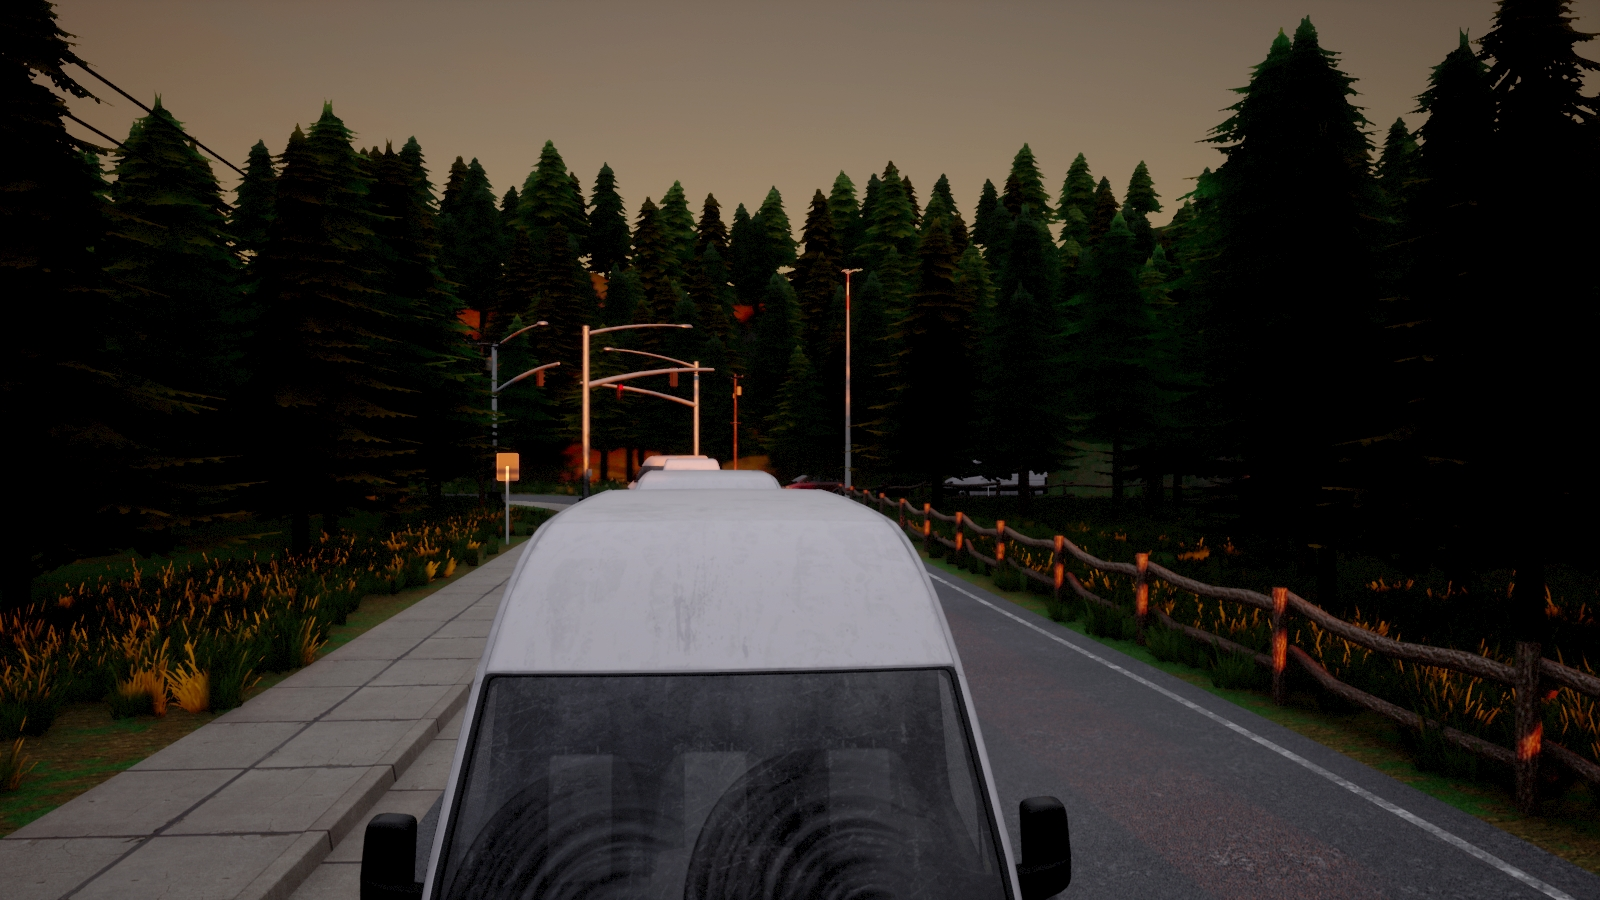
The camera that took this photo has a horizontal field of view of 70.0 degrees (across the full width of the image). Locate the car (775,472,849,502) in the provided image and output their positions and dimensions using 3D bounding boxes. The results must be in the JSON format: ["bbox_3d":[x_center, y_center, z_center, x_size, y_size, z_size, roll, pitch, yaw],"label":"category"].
[{"bbox_3d":[0.658,2.026,63.067,3.705,1.549,1.789,0,0,-20],"label":"car"}]

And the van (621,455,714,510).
[{"bbox_3d":[-6.400,1.515,56.036,1.988,2.561,5.915,0,0,22],"label":"van"}]

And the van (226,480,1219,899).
[{"bbox_3d":[-0.363,1.499,5.240,1.988,2.561,5.915,0,0,-5],"label":"van"}]
